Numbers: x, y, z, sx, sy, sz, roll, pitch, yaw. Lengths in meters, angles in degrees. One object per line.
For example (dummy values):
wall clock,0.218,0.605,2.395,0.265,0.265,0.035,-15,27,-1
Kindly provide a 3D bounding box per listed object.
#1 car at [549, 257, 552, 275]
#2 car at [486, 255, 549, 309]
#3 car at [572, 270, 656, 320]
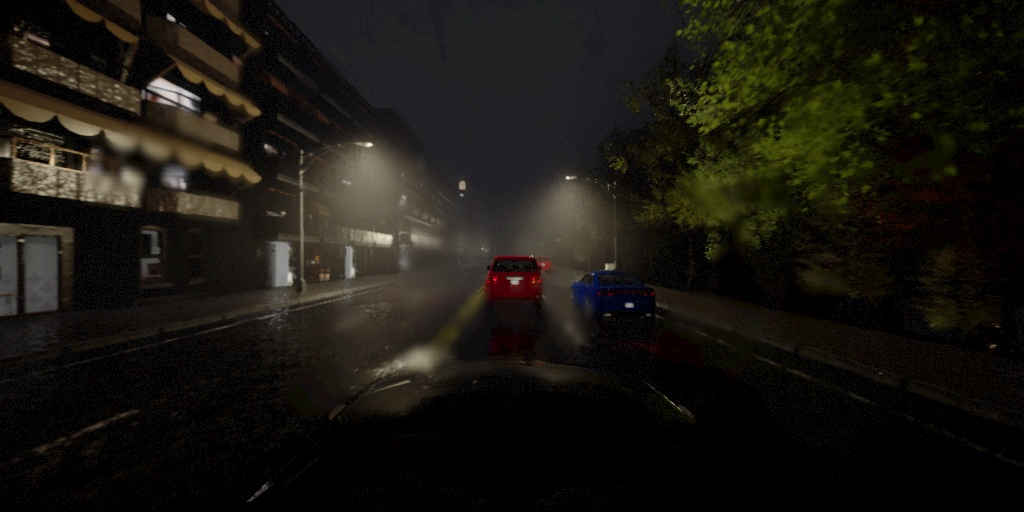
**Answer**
car,3.356,1.042,41.343,2.150,2.045,5.566,0,0,0
car,0.102,0.994,15.090,2.150,2.045,5.566,0,0,0
car,3.349,1.245,12.693,1.882,1.535,5.008,0,0,0
